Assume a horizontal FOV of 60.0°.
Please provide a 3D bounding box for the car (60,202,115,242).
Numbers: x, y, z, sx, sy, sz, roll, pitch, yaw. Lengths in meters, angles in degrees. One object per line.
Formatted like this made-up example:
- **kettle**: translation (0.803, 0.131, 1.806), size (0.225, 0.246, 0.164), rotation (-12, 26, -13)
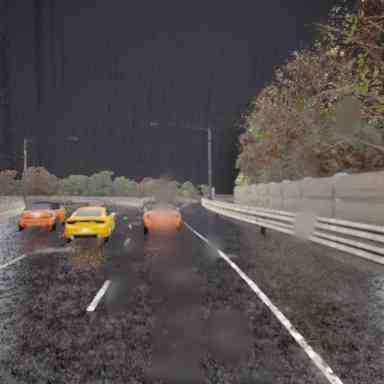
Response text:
- **car**: translation (-4.962, 1.490, 16.690), size (1.882, 1.535, 5.008), rotation (0, 0, -9)

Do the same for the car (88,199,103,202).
- **car**: translation (-12.022, 1.592, 41.531), size (1.994, 1.385, 4.181), rotation (0, 0, -23)

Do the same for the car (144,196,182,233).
- **car**: translation (-1.810, 1.341, 19.964), size (2.097, 1.767, 4.553), rotation (0, 0, -7)

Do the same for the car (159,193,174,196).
- **car**: translation (-3.178, 1.195, 41.862), size (2.150, 2.045, 5.566), rotation (0, 0, 0)

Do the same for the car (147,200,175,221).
- **car**: translation (-2.614, 1.479, 28.052), size (2.128, 1.511, 4.902), rotation (0, 0, -5)

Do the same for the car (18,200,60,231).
- **car**: translation (-9.351, 1.387, 21.183), size (2.097, 1.767, 4.553), rotation (0, 0, -12)
